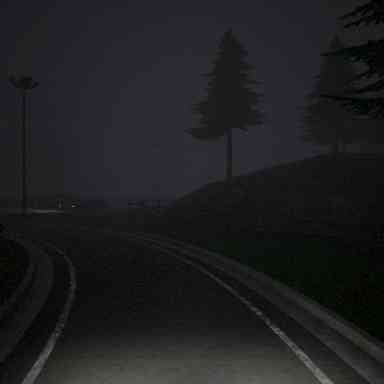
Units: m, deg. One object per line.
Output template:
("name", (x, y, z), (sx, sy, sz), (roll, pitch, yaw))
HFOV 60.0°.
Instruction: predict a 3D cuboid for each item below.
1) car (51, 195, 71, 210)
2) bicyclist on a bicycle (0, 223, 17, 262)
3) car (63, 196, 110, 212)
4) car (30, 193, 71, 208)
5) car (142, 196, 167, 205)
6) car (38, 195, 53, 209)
("car", (-14.475, 1.504, 41.413), (4.892, 1.490, 1.837), (0, 0, -44))
("bicyclist on a bicycle", (-6.097, 1.333, 9.816), (1.656, 1.620, 0.582), (-2, 1, -29))
("car", (-12.027, 1.505, 38.911), (4.892, 1.490, 1.837), (0, 0, -44))
("car", (-19.444, 1.220, 46.343), (5.566, 2.045, 2.150), (0, 0, -44))
("car", (-6.639, 1.504, 58.726), (4.892, 1.490, 1.837), (0, 0, -44))
("car", (-17.128, 1.525, 43.701), (4.674, 1.442, 1.812), (0, 0, -44))
